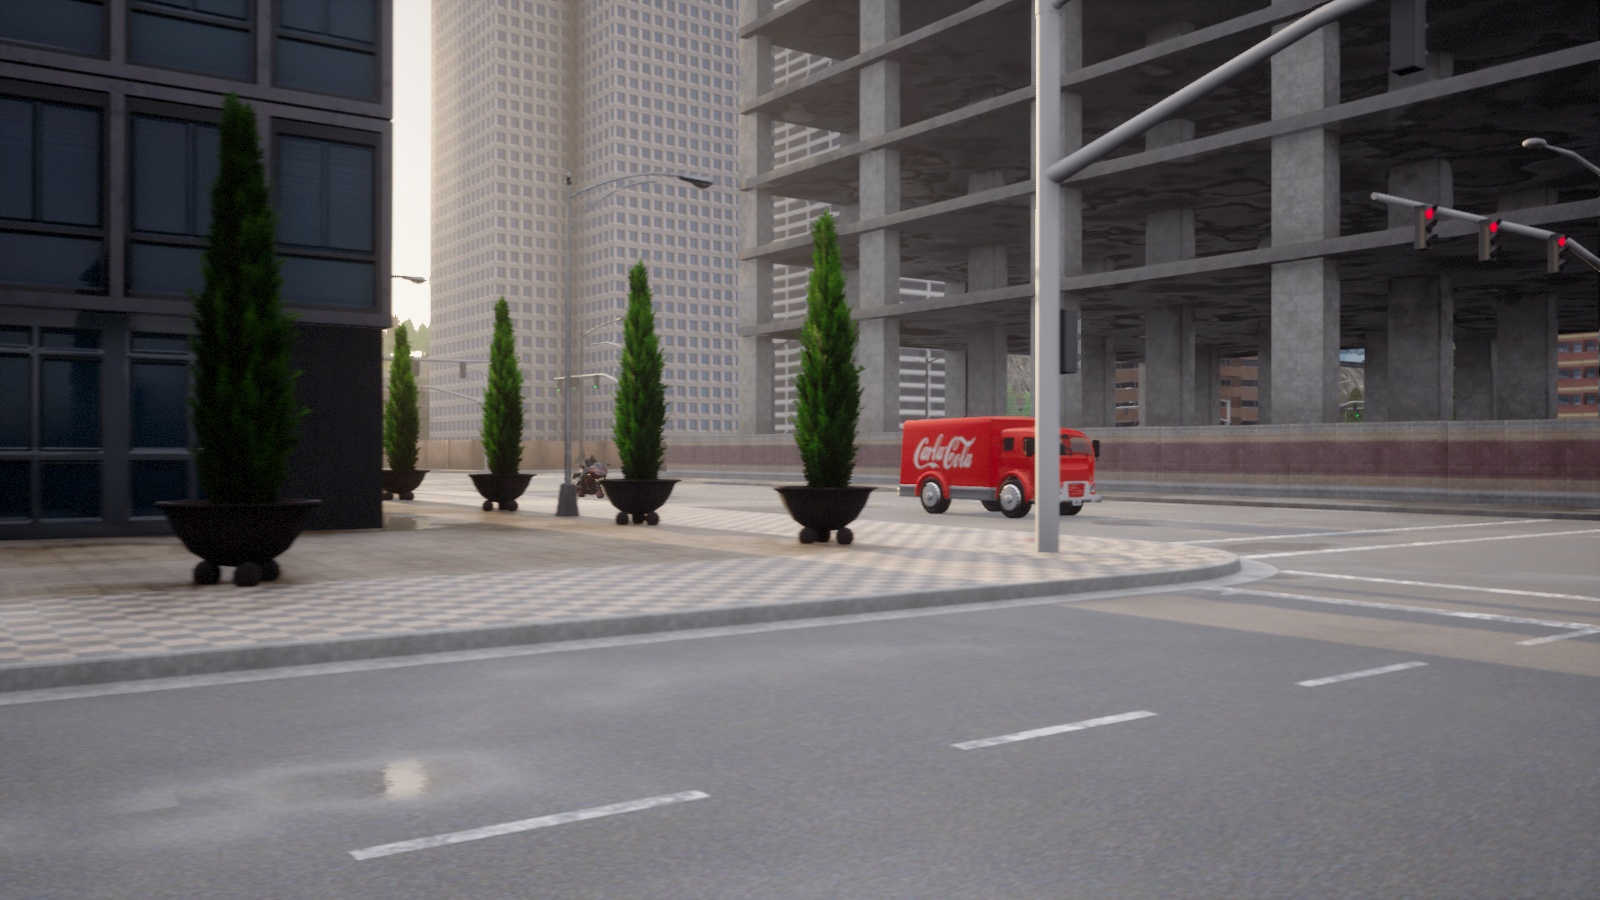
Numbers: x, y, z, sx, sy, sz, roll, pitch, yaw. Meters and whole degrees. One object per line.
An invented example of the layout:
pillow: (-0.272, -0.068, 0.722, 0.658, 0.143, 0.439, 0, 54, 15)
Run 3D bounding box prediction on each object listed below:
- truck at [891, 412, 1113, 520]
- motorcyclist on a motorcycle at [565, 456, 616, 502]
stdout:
truck: (4.973, 0.388, 31.697, 2.627, 2.467, 5.204, 0, -1, -35)
motorcyclist on a motorcycle: (-7.135, 0.959, 42.761, 0.866, 1.530, 2.191, 0, 0, -35)
